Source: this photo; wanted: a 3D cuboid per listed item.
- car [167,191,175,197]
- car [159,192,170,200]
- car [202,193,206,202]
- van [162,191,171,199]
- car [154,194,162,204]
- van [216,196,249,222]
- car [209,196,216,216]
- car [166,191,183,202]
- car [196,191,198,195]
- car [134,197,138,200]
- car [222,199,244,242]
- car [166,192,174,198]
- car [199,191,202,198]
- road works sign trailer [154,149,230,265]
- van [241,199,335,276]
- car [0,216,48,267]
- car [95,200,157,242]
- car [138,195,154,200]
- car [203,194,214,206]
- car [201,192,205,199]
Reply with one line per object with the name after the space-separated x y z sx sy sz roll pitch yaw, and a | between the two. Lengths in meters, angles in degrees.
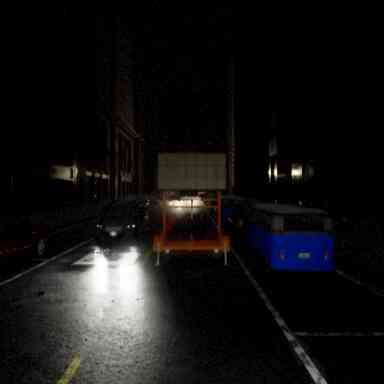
-5.847 0.550 94.130 1.967 1.590 4.097 1 1 0 | car
-5.847 0.780 71.633 1.967 1.590 4.097 1 1 0 | car
2.676 1.159 43.519 1.887 1.381 4.507 1 1 0 | car
-5.846 0.624 77.257 1.690 1.788 3.998 1 1 0 | van
-5.849 1.088 48.967 1.752 1.417 4.829 1 1 0 | car
2.678 1.160 21.019 1.690 1.788 3.998 1 1 0 | van
2.676 1.319 26.645 2.008 1.369 4.403 1 1 0 | car
-3.059 1.036 58.428 1.994 1.385 4.181 0 1 0 | car
2.677 0.770 82.890 1.887 1.381 4.507 1 1 0 | car
-5.849 1.314 26.641 1.887 1.381 4.507 1 1 0 | car
2.677 1.309 15.395 1.967 1.590 4.097 1 1 0 | car
-5.849 0.733 88.507 1.947 1.339 4.313 1 1 0 | car
2.677 0.997 60.392 1.887 1.381 4.507 1 1 0 | car
0.001 0.369 11.222 2.380 3.560 2.880 0 0 0 | road works sign trailer
2.678 1.258 9.769 1.690 1.788 3.998 1 0 0 | van
-5.850 1.462 9.768 1.887 1.381 4.507 1 0 0 | car
-3.101 1.358 15.560 2.128 1.511 4.902 0 1 0 | car
-5.849 1.218 37.889 2.008 1.369 4.403 1 1 0 | car
2.676 1.217 37.894 2.008 1.369 4.403 1 1 0 | car
2.677 1.106 49.142 1.887 1.381 4.507 1 1 0 | car
